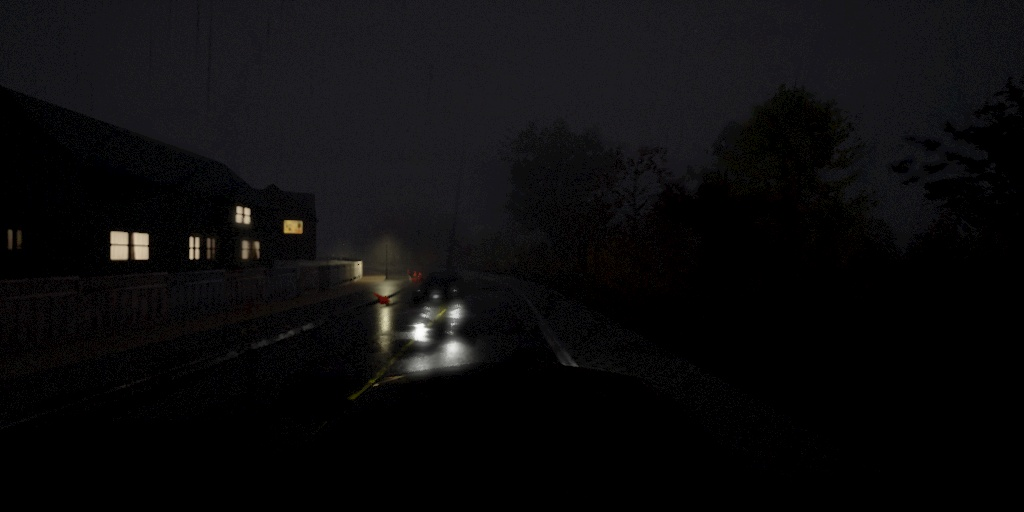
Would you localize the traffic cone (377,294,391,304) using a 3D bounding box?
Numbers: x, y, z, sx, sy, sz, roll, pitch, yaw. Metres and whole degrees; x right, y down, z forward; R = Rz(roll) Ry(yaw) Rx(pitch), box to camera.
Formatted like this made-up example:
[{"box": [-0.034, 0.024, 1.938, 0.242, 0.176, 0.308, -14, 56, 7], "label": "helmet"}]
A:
[{"box": [-5.463, 1.607, 15.285, 0.340, 0.580, 0.340, 0, 0, -24], "label": "traffic cone"}]

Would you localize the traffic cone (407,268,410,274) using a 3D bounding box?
[{"box": [-11.698, 1.703, 40.464, 0.340, 0.580, 0.340, 0, 0, -27], "label": "traffic cone"}]

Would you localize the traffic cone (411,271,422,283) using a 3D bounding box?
[{"box": [-7.155, 1.608, 27.023, 0.340, 0.580, 0.340, 0, 0, 10], "label": "traffic cone"}]

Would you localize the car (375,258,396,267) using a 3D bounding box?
[{"box": [-18.777, 0.937, 53.182, 1.994, 1.385, 4.181, 0, 1, -40], "label": "car"}]

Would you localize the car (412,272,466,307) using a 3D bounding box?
[{"box": [-3.088, 1.390, 15.905, 1.994, 1.385, 4.181, 0, 0, -4], "label": "car"}]
